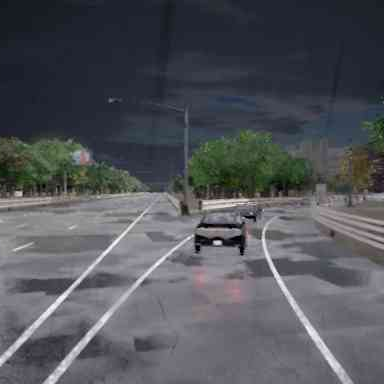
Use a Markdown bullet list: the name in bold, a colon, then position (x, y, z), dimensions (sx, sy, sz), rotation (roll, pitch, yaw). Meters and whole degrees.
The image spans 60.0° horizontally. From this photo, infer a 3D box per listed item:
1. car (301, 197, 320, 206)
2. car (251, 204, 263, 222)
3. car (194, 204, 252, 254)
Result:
- **car**: position (18.704, 1.506, 52.356), dimensions (2.128, 1.511, 4.902), rotation (0, 0, 38)
- **car**: position (4.419, 1.599, 26.253), dimensions (1.895, 1.301, 4.718), rotation (0, 0, 19)
- **car**: position (1.272, 1.485, 13.525), dimensions (2.128, 1.511, 4.902), rotation (0, 0, 10)
